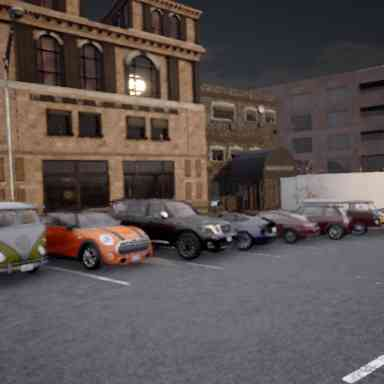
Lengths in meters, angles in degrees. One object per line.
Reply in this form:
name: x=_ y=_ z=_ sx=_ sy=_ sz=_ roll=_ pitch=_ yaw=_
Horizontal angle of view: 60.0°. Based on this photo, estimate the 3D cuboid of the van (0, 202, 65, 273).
van: x=-5.805 y=1.269 z=9.292 sx=4.442 sy=1.987 sz=1.878 roll=-1 pitch=0 yaw=35

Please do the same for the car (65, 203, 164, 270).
car: x=-3.495 y=1.379 z=11.118 sx=4.553 sy=1.767 sz=2.185 roll=-1 pitch=-1 yaw=35

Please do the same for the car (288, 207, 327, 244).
car: x=3.830 y=1.621 z=16.326 sx=4.674 sy=1.452 sz=2.002 roll=-1 pitch=-1 yaw=34

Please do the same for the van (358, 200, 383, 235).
van: x=8.786 y=1.436 z=19.772 sx=4.442 sy=1.987 sz=1.878 roll=-1 pitch=-2 yaw=34

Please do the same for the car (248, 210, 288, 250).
car: x=1.371 y=1.579 z=14.599 sx=4.792 sy=1.488 sz=2.163 roll=-1 pitch=-1 yaw=34

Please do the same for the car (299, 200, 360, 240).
car: x=6.281 y=1.494 z=18.060 sx=4.553 sy=1.767 sz=2.185 roll=-1 pitch=-1 yaw=34

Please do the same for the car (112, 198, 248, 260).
car: x=-1.009 y=1.273 z=12.837 sx=5.566 sy=2.045 sz=2.435 roll=-1 pitch=-1 yaw=34
